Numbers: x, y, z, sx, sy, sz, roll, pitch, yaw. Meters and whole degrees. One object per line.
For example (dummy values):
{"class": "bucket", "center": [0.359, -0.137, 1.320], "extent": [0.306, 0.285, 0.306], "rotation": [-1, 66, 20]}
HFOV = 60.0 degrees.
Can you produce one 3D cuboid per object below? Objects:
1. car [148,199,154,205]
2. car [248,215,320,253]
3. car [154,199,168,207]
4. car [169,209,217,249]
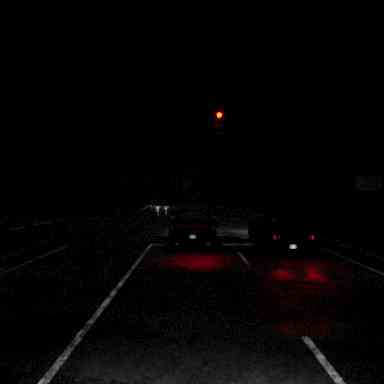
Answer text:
{"class": "car", "center": [-8.861, 2.285, 76.224], "extent": [1.812, 1.442, 4.674], "rotation": [0, -1, -16]}
{"class": "car", "center": [3.545, 1.614, 13.792], "extent": [1.895, 1.301, 4.718], "rotation": [0, 0, 1]}
{"class": "car", "center": [-5.518, 1.927, 61.001], "extent": [1.812, 1.442, 4.674], "rotation": [0, -1, -8]}
{"class": "car", "center": [0.051, 1.492, 14.686], "extent": [1.882, 1.535, 5.008], "rotation": [0, 0, 1]}
